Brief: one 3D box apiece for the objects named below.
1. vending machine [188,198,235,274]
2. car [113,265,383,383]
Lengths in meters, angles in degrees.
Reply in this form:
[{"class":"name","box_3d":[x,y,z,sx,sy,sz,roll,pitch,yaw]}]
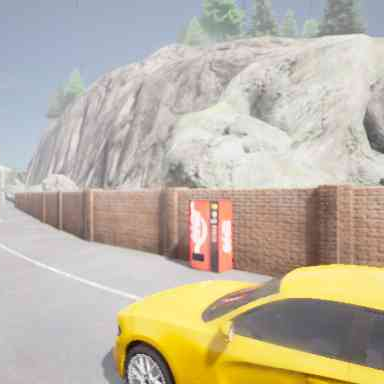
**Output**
[{"class":"vending machine","box_3d":[0.588,1.225,9.892,0.880,2.100,1.100,0,0,41]},{"class":"car","box_3d":[1.390,1.482,3.150,5.008,1.535,1.882,0,0,35]}]
